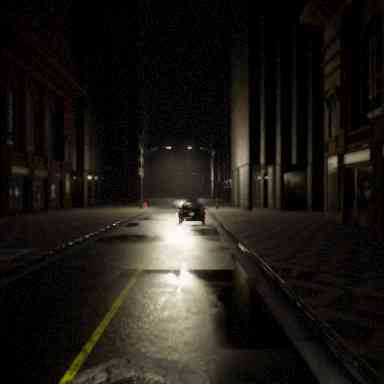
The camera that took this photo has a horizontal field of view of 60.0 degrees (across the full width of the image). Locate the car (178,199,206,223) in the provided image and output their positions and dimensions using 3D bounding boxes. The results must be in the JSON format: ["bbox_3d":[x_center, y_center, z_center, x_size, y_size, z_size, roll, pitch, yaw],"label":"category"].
[{"bbox_3d":[0.012,1.557,25.376,2.163,1.488,4.792,0,0,0],"label":"car"}]
